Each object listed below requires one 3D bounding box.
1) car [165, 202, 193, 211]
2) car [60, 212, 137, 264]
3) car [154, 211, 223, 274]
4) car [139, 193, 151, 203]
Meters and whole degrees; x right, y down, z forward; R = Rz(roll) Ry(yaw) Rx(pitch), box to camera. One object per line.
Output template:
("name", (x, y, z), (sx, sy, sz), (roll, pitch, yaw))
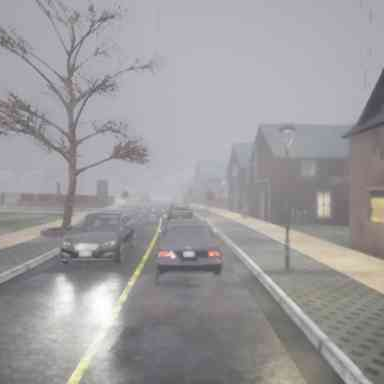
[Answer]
("car", (-0.905, 1.487, 24.541), (2.128, 1.511, 4.902), (0, 0, -4))
("car", (-3.126, 1.491, 11.892), (2.128, 1.511, 4.902), (0, 0, -2))
("car", (-0.141, 1.545, 10.501), (2.033, 1.411, 5.357), (0, 0, -2))
("car", (-9.634, 1.210, 67.954), (2.150, 2.045, 5.566), (0, 0, -11))
